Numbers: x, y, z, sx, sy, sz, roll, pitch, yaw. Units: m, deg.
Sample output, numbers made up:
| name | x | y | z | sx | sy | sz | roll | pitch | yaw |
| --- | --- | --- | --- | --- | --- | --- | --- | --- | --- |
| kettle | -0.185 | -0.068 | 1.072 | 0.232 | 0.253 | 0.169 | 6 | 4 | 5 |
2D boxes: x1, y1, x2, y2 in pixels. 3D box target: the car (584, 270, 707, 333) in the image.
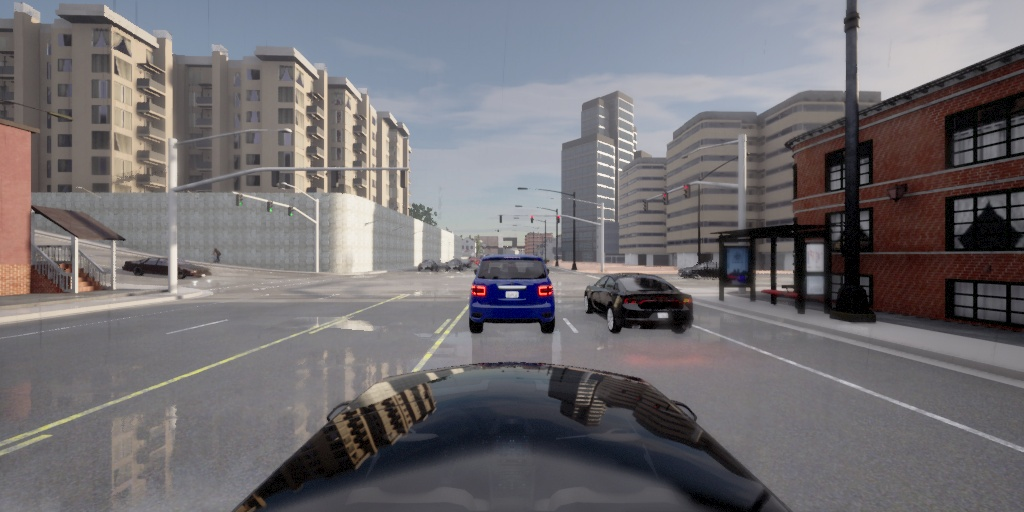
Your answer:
| name | x | y | z | sx | sy | sz | roll | pitch | yaw |
| --- | --- | --- | --- | --- | --- | --- | --- | --- | --- |
| car | 3.494 | 1.228 | 10.798 | 1.882 | 1.535 | 5.008 | 0 | 0 | 0 |

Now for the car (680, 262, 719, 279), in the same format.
| name | x | y | z | sx | sy | sz | roll | pitch | yaw |
| --- | --- | --- | --- | --- | --- | --- | --- | --- | --- |
| car | 16.865 | 1.276 | 30.962 | 4.674 | 1.442 | 1.812 | 0 | 0 | -1 |

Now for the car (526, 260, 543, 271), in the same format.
| name | x | y | z | sx | sy | sz | roll | pitch | yaw |
| --- | --- | --- | --- | --- | --- | --- | --- | --- | --- |
| car | 3.138 | 1.297 | 51.219 | 2.033 | 1.411 | 5.357 | 0 | 0 | -1 |

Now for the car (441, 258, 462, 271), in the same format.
| name | x | y | z | sx | sy | sz | roll | pitch | yaw |
| --- | --- | --- | --- | --- | --- | --- | --- | --- | --- |
| car | -7.520 | 1.241 | 47.329 | 2.128 | 1.511 | 4.902 | 0 | 0 | 0 |

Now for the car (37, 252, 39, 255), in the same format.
| name | x | y | z | sx | sy | sz | roll | pitch | yaw |
| --- | --- | --- | --- | --- | --- | --- | --- | --- | --- |
| car | -37.992 | -0.836 | 26.584 | 4.181 | 1.385 | 1.994 | 11 | 0 | -1 |

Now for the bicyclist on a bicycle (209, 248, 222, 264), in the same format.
| name | x | y | z | sx | sy | sz | roll | pitch | yaw |
| --- | --- | --- | --- | --- | --- | --- | --- | --- | --- |
| bicyclist on a bicycle | -31.073 | 0.029 | 37.679 | 0.582 | 1.620 | 1.656 | 6 | 0 | 0 |

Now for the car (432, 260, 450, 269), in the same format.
| name | x | y | z | sx | sy | sz | roll | pitch | yaw |
| --- | --- | --- | --- | --- | --- | --- | --- | --- | --- |
| car | -11.105 | 1.350 | 56.600 | 1.895 | 1.301 | 4.718 | 0 | 0 | 0 |

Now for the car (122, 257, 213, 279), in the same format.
| name | x | y | z | sx | sy | sz | roll | pitch | yaw |
| --- | --- | --- | --- | --- | --- | --- | --- | --- | --- |
| car | -25.632 | 0.837 | 26.738 | 5.357 | 1.411 | 2.033 | 5 | 0 | -1 |

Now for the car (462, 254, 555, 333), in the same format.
| name | x | y | z | sx | sy | sz | roll | pitch | yaw |
| --- | --- | --- | --- | --- | --- | --- | --- | --- | --- |
| car | -0.007 | 0.971 | 10.858 | 2.150 | 2.045 | 5.566 | 0 | 0 | 0 |

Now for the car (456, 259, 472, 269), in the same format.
| name | x | y | z | sx | sy | sz | roll | pitch | yaw |
| --- | --- | --- | --- | --- | --- | --- | --- | --- | --- |
| car | -7.604 | 1.228 | 57.087 | 1.882 | 1.535 | 5.008 | 0 | 0 | 0 |

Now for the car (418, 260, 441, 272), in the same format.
| name | x | y | z | sx | sy | sz | roll | pitch | yaw |
| --- | --- | --- | --- | --- | --- | --- | --- | --- | --- |
| car | -11.017 | 1.241 | 47.227 | 2.128 | 1.511 | 4.902 | 0 | 0 | 0 |
